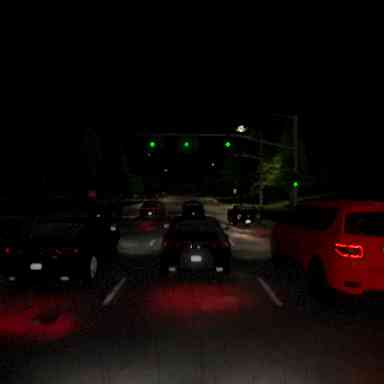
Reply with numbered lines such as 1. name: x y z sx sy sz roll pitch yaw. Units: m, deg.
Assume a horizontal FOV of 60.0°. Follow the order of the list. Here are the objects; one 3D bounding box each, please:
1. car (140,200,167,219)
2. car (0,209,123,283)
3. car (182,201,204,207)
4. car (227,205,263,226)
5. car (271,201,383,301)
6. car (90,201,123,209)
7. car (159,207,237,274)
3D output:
1. car: -3.401 1.493 29.357 1.837 1.490 4.892 0 0 0
2. car: -3.400 1.474 9.732 1.882 1.535 5.008 0 0 0
3. car: 0.097 1.514 28.909 1.812 1.442 4.674 0 0 0
4. car: 3.600 1.591 23.486 1.895 1.301 4.718 0 0 0
5. car: 3.600 1.217 8.395 2.150 2.045 5.566 0 0 0
6. car: -6.901 1.494 27.057 1.837 1.490 4.892 0 0 0
7. car: 0.099 1.473 10.586 1.882 1.535 5.008 0 0 0
